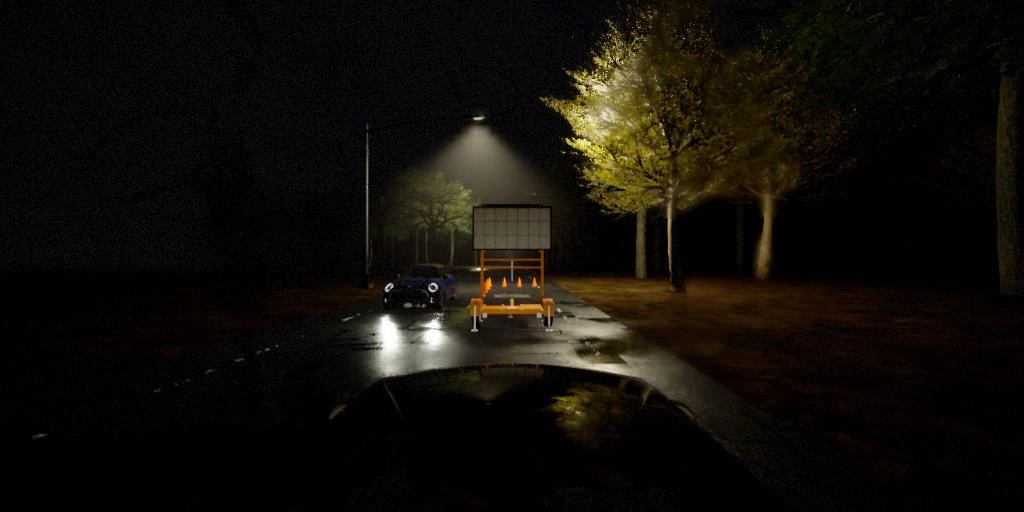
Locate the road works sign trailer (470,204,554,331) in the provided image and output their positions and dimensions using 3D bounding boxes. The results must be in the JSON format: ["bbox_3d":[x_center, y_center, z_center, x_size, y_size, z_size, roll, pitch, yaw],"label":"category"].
[{"bbox_3d":[0.005,0.228,10.981,2.380,3.560,2.880,0,0,0],"label":"road works sign trailer"}]

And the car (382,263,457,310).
[{"bbox_3d":[-3.604,1.122,14.687,2.097,1.767,4.553,0,0,0],"label":"car"}]
